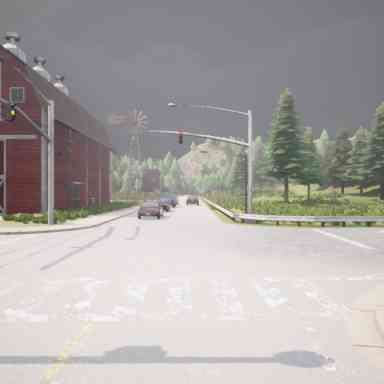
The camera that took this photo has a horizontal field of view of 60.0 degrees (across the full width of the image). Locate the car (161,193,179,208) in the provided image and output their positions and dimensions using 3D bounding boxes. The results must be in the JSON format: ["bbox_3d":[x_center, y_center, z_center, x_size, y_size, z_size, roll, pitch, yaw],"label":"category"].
[{"bbox_3d":[-3.507,1.222,48.252,2.150,2.045,5.566,0,0,1],"label":"car"}]

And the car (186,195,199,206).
[{"bbox_3d":[0.094,1.352,55.549,2.097,1.767,4.553,0,0,0],"label":"car"}]

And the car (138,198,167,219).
[{"bbox_3d":[-3.551,1.526,29.143,1.812,1.442,4.674,0,0,0],"label":"car"}]

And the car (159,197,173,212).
[{"bbox_3d":[-3.535,1.601,38.304,1.895,1.301,4.718,0,0,0],"label":"car"}]

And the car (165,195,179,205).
[{"bbox_3d":[-3.464,1.352,58.241,2.097,1.767,4.553,0,0,0],"label":"car"}]
